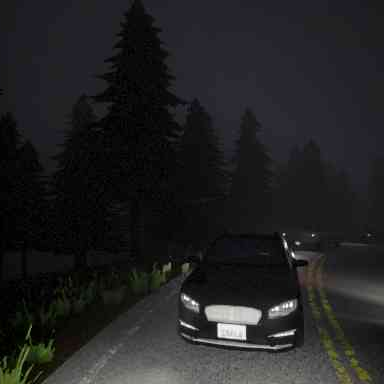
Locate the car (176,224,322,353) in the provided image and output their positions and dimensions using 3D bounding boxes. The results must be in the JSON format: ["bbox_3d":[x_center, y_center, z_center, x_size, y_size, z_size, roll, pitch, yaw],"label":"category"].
[{"bbox_3d":[1.129,1.561,6.581,2.128,1.511,4.902,-1,-2,15],"label":"car"}]

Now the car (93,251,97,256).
[{"bbox_3d":[-20.298,13.650,72.940,4.181,1.381,1.994,-2,-5,31],"label":"car"}]

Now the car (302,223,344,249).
[{"bbox_3d":[6.468,2.305,17.646,1.895,1.301,4.718,-3,-6,39],"label":"car"}]

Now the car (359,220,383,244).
[{"bbox_3d":[15.789,3.221,26.432,5.566,2.045,2.150,8,-8,-28],"label":"car"}]
